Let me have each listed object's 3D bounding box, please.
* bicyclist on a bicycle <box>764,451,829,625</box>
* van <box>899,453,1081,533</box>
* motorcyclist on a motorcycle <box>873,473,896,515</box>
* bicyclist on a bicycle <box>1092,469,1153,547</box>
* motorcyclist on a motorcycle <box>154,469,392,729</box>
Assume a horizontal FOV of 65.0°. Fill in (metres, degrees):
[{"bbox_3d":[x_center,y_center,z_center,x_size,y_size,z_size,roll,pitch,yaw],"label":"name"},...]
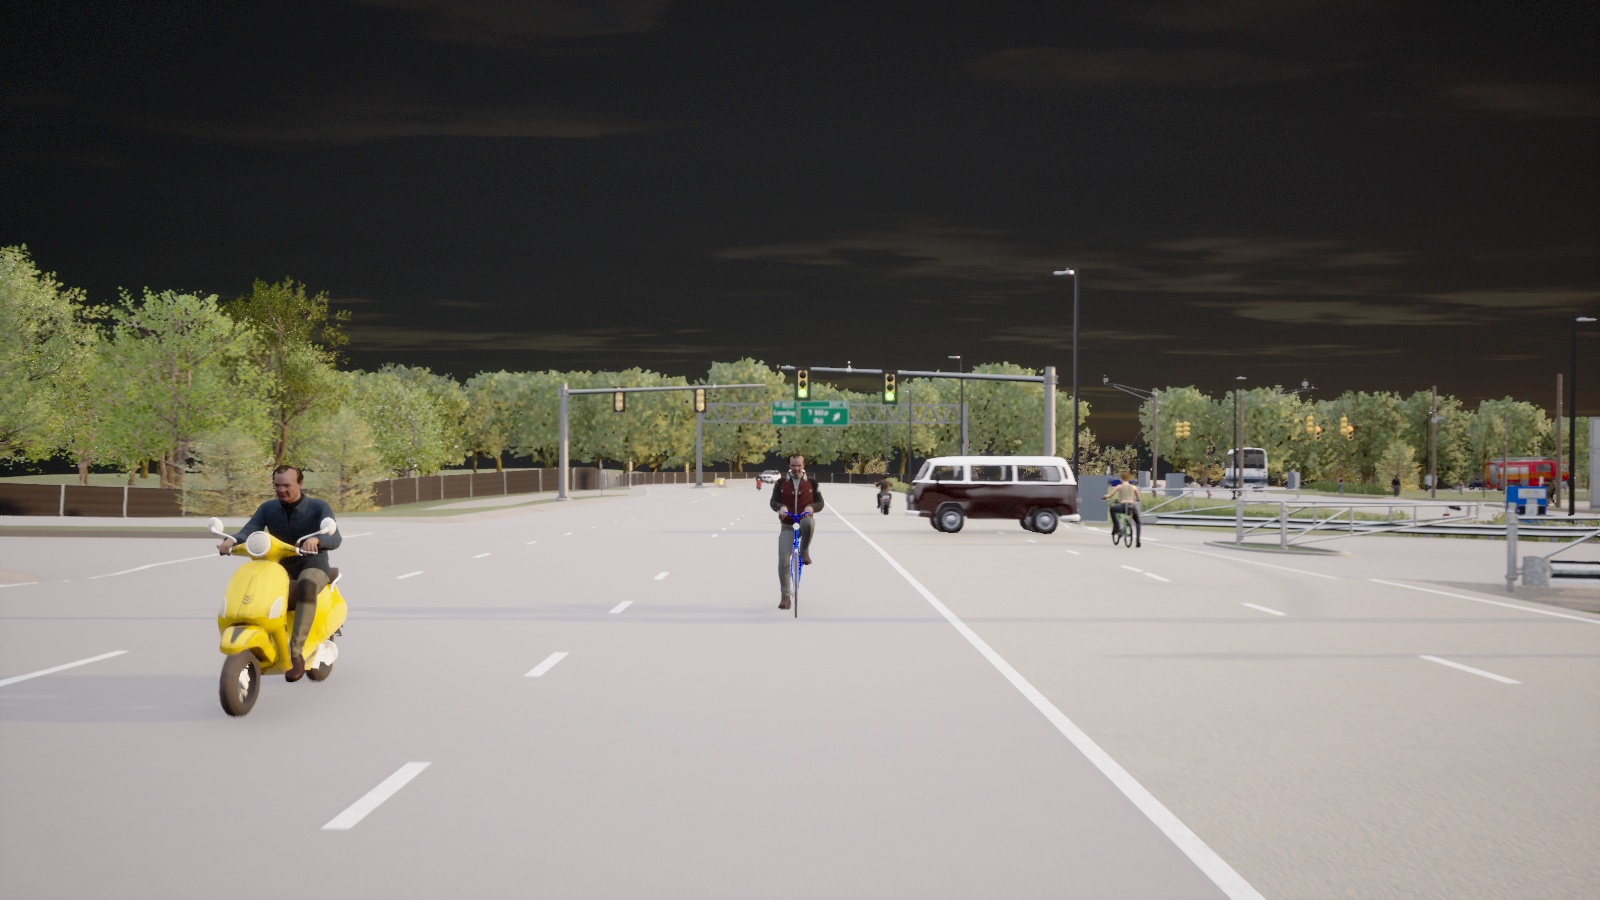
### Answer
[{"bbox_3d":[-0.034,0.915,13.774,0.659,1.776,1.843,0,-1,0],"label":"bicyclist on a bicycle"},{"bbox_3d":[4.983,1.133,33.362,4.480,2.038,2.069,0,-1,-2],"label":"van"},{"bbox_3d":[3.379,1.746,50.316,0.766,1.649,2.350,0,-1,0],"label":"motorcyclist on a motorcycle"},{"bbox_3d":[6.974,1.235,27.231,0.866,1.612,1.509,2,-1,-1],"label":"bicyclist on a bicycle"},{"bbox_3d":[-3.521,0.925,8.598,0.866,1.590,1.817,0,-1,0],"label":"motorcyclist on a motorcycle"}]
